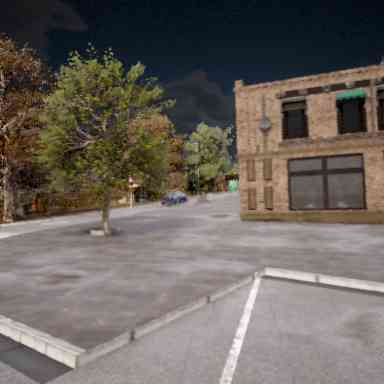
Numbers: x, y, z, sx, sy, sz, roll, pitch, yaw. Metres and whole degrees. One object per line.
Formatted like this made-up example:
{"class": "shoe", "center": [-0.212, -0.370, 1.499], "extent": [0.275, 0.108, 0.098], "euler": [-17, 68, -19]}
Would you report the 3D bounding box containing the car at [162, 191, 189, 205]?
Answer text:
{"class": "car", "center": [-2.092, 0.622, 42.292], "extent": [2.097, 1.767, 4.553], "euler": [-3, 1, 21]}
